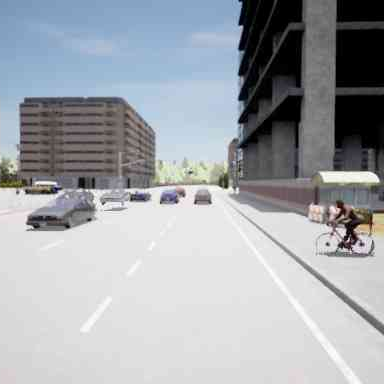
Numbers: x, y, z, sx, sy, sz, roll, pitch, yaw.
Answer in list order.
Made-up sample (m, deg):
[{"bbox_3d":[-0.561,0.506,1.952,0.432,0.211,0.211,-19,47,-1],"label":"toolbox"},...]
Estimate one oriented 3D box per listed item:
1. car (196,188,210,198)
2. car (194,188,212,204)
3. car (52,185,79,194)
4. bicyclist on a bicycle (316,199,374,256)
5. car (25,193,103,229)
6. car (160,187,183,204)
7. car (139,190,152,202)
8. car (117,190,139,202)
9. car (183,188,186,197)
[{"bbox_3d":[1.612,0.082,49.180,1.994,1.385,4.181,0,2,2],"label":"car"},{"bbox_3d":[1.162,0.486,35.203,2.033,1.411,5.357,0,2,2],"label":"car"},{"bbox_3d":[-9.635,0.291,27.878,1.994,1.385,4.181,0,2,2],"label":"car"},{"bbox_3d":[4.340,1.027,9.429,1.656,1.620,0.582,0,2,2],"label":"bicyclist on a bicycle"},{"bbox_3d":[-6.571,0.994,17.530,2.033,1.411,5.357,0,2,2],"label":"car"},{"bbox_3d":[-2.327,0.444,35.499,1.812,1.442,4.674,0,2,3],"label":"car"},{"bbox_3d":[-5.823,0.439,37.775,1.895,1.301,4.718,0,2,2],"label":"car"},{"bbox_3d":[-6.137,0.294,27.765,2.033,1.411,5.357,0,2,2],"label":"car"},{"bbox_3d":[-1.890,0.025,49.449,1.812,1.442,4.674,0,2,2],"label":"car"}]
